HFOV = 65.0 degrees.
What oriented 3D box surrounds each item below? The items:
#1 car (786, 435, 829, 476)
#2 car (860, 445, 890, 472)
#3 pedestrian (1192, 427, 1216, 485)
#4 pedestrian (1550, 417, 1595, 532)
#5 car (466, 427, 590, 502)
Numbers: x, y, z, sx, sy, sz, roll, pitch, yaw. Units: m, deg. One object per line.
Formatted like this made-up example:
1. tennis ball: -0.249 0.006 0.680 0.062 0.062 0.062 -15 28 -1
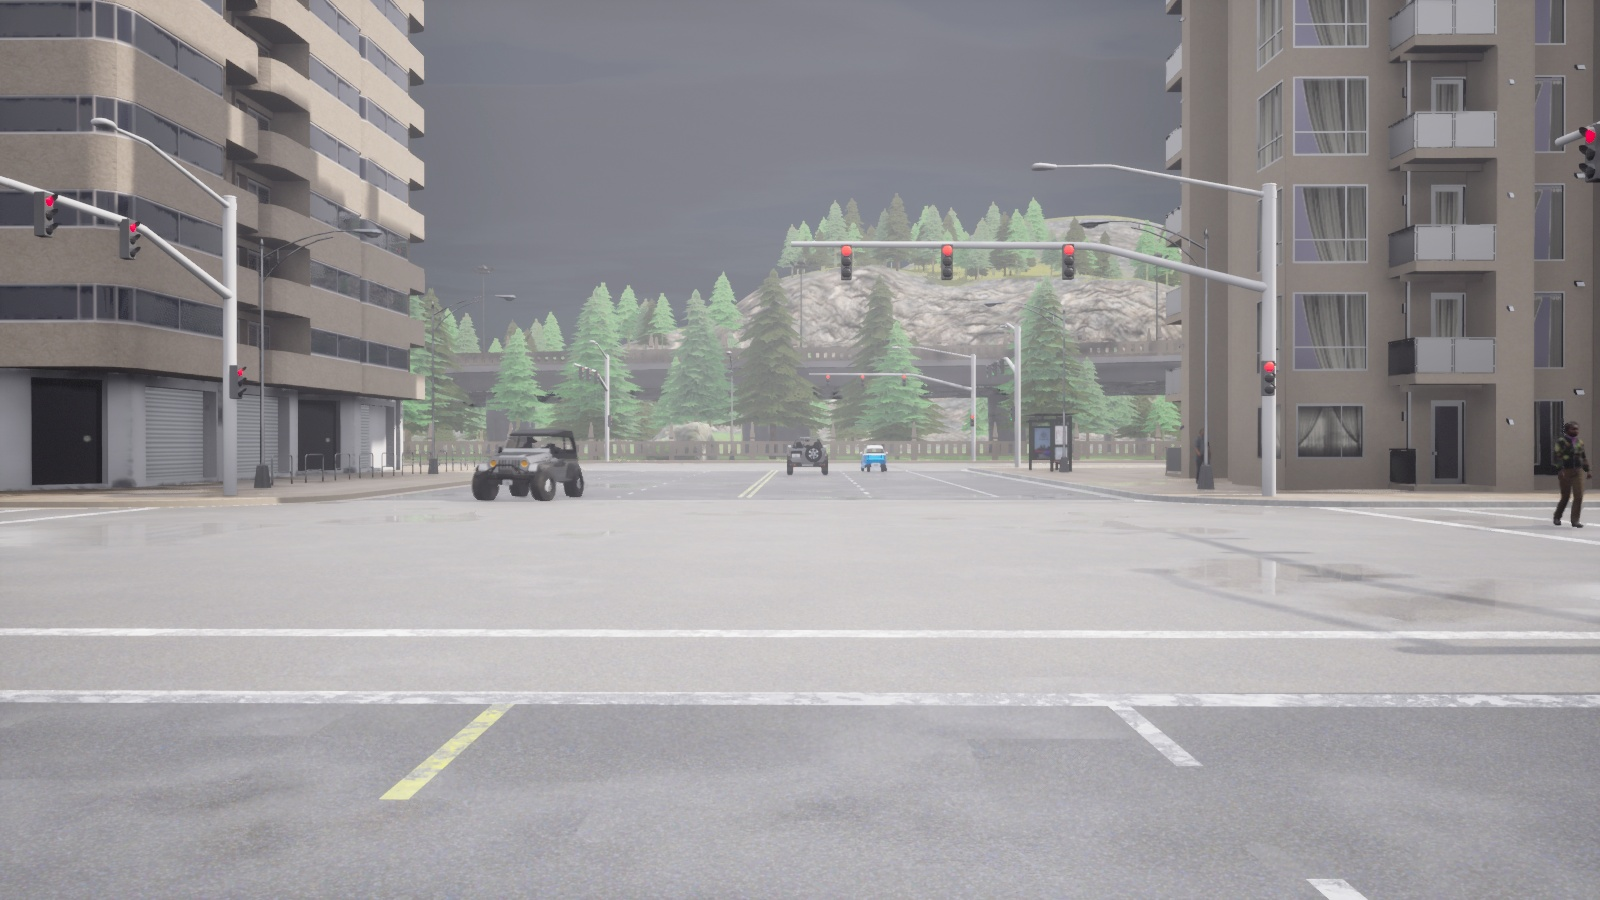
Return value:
1. car: 0.350 0.229 59.258 1.932 1.855 4.605 0 0 0
2. car: 3.885 0.436 65.278 1.481 1.376 2.207 0 1 1
3. pedestrian: 12.826 0.190 39.890 0.540 1.848 0.694 0 0 -1
4. pedestrian: 13.208 0.404 21.476 0.395 1.930 0.692 0 0 8
5. car: -7.132 0.348 33.334 1.905 1.878 3.866 0 0 10
